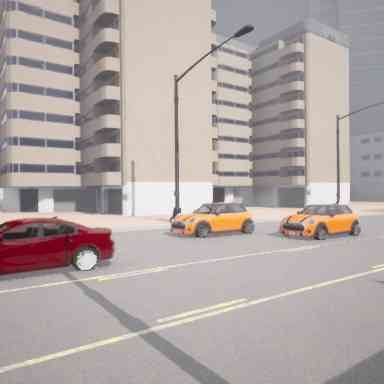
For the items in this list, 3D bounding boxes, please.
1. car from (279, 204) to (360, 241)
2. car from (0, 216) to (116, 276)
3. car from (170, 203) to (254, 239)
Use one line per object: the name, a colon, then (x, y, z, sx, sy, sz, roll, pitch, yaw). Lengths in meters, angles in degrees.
car: (6.612, 1.408, 17.146, 4.553, 1.767, 2.097, 1, 0, -35)
car: (-4.665, 1.477, 9.270, 5.008, 1.535, 1.882, 0, 0, -35)
car: (1.108, 1.375, 17.564, 4.553, 1.767, 2.097, 1, 0, -35)
